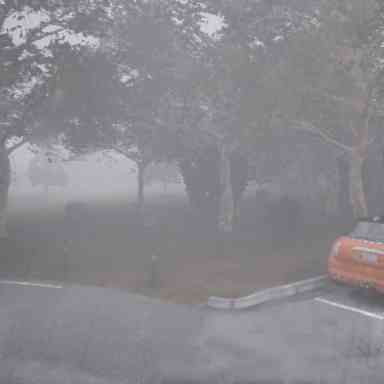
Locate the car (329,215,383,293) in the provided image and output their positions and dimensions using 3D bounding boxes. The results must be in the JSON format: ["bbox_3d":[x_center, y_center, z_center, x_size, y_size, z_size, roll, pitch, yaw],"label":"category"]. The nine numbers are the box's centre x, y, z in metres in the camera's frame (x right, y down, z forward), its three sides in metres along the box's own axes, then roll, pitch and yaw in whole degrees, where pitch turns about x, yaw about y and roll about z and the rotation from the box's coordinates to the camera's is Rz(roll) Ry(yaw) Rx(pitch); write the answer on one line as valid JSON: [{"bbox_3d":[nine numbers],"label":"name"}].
[{"bbox_3d":[5.342,1.295,7.839,4.553,1.767,2.185,-1,2,-33],"label":"car"}]
